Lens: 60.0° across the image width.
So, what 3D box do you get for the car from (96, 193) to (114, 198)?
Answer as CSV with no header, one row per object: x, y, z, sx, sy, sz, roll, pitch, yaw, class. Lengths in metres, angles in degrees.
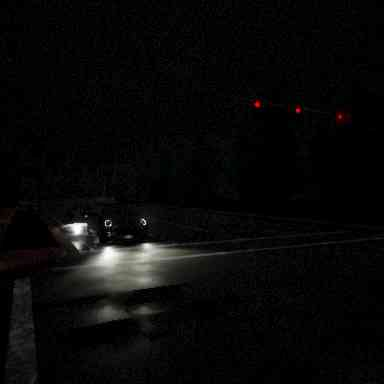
-13.414,1.219,51.201,2.150,2.045,5.566,0,0,-27,car

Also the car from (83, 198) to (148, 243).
-3.744,1.351,16.328,2.097,1.767,4.553,0,0,-27,car

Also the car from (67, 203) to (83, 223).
-8.383,1.563,25.486,1.994,1.385,4.181,0,0,-27,car

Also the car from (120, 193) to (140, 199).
-9.718,1.218,51.630,2.150,2.045,5.566,0,0,-26,car
